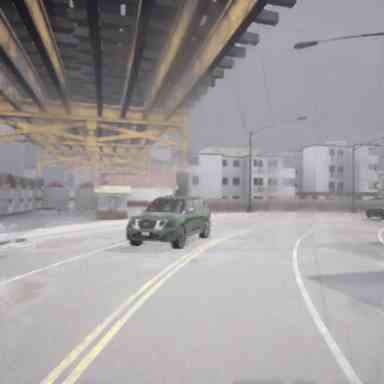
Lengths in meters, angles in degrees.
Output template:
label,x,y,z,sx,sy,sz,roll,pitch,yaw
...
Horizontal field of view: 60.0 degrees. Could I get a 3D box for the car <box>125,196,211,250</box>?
label,x,y,z,sx,sy,sz,roll,pitch,yaw
car,-0.789,1.208,14.870,2.150,2.045,5.566,0,0,20

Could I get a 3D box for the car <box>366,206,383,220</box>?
label,x,y,z,sx,sy,sz,roll,pitch,yaw
car,20.901,2.241,36.136,4.902,1.511,2.128,3,-2,-33
